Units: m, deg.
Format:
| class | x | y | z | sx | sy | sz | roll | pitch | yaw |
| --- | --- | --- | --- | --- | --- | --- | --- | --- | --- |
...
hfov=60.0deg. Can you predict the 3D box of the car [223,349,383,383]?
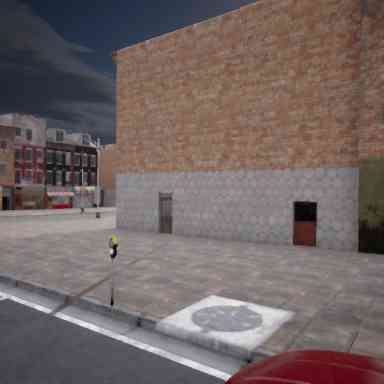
| class | x | y | z | sx | sy | sz | roll | pitch | yaw |
| --- | --- | --- | --- | --- | --- | --- | --- | --- | --- |
| car | 2.050 | 1.543 | 1.335 | 4.507 | 1.381 | 1.887 | 0 | 1 | 36 |
